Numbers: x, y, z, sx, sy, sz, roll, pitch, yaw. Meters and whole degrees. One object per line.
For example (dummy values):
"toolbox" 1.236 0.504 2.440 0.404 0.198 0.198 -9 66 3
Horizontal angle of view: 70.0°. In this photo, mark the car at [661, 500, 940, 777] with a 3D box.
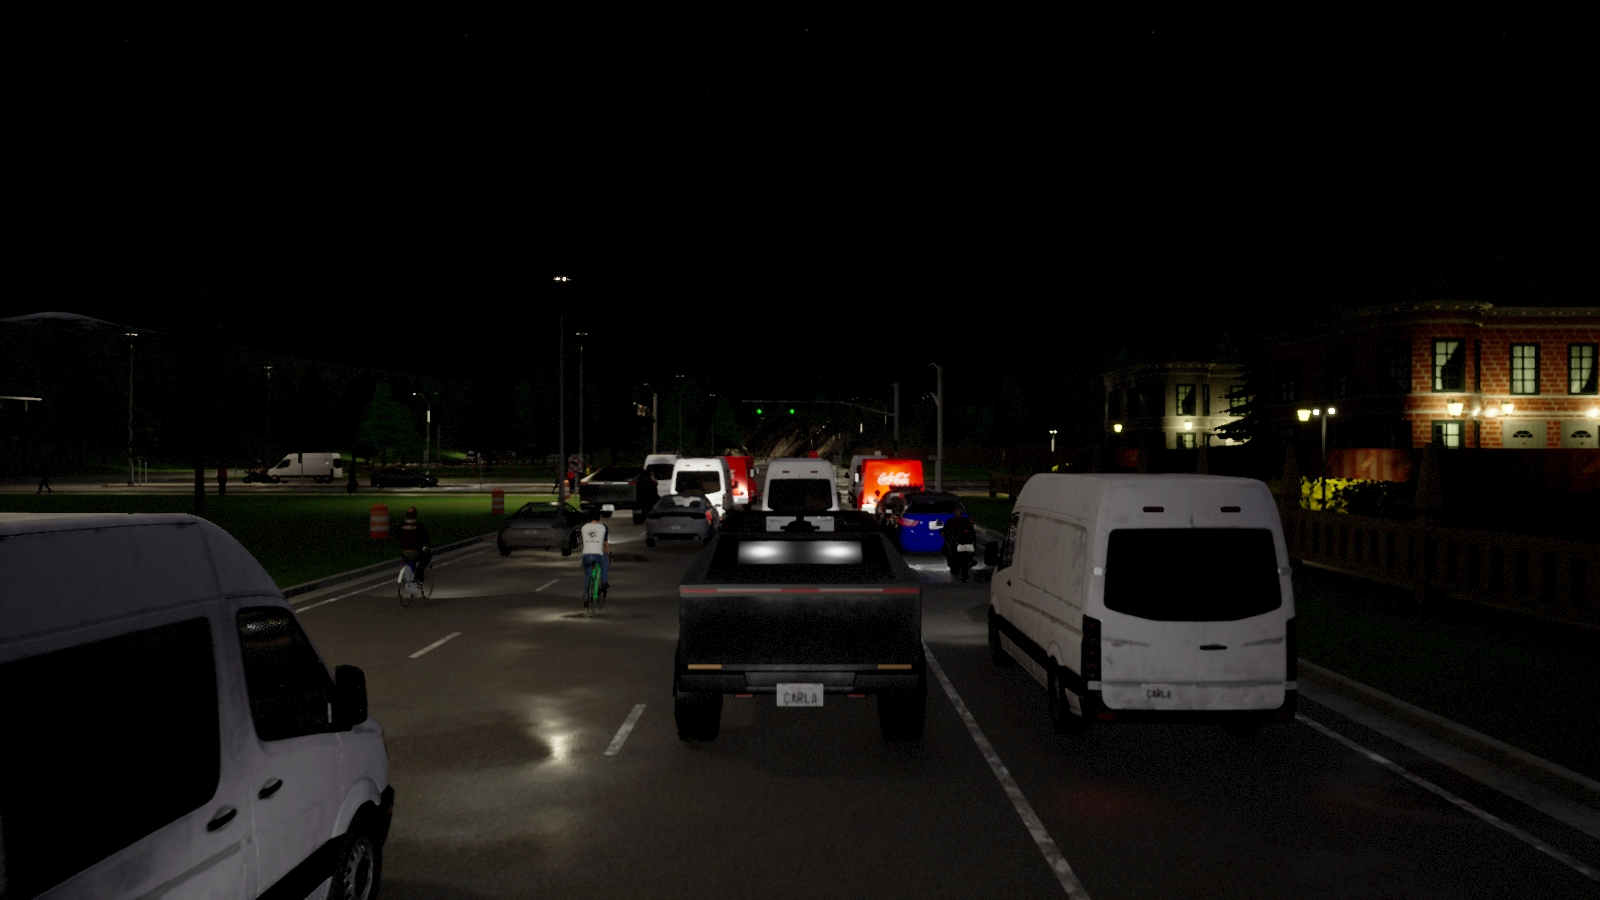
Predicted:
"car" 0.001 1.755 12.920 2.390 2.098 6.274 0 0 0

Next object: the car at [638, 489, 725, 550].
"car" -3.495 2.038 34.689 2.097 1.535 5.006 0 0 0

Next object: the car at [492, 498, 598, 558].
"car" -7.009 2.122 31.862 1.994 1.385 4.181 0 0 0

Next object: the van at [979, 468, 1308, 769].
"van" 3.497 1.536 13.053 1.988 2.561 5.915 0 0 0

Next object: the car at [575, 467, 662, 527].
"car" -7.000 1.759 44.781 2.390 2.098 6.274 0 0 0

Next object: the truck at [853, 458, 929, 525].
"truck" 3.499 1.570 45.021 2.627 2.467 5.204 0 0 0

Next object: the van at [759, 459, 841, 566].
"van" -0.003 1.538 30.594 1.988 2.561 5.915 0 0 0

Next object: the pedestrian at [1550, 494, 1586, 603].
"pedestrian" 13.363 1.698 19.873 0.375 1.860 0.375 0 0 1

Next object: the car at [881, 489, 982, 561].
"car" 3.501 1.971 31.267 2.242 1.667 4.611 0 0 0

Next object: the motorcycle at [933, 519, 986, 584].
"motorcycle" 3.501 2.208 25.235 0.867 1.251 2.209 0 0 0

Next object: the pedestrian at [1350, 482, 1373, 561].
"pedestrian" 13.433 1.699 27.332 0.375 1.860 0.375 0 0 1

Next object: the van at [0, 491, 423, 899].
"van" -3.504 1.533 4.656 1.988 2.561 5.915 0 0 0

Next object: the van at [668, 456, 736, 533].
"van" -3.504 1.539 41.974 1.988 2.561 5.915 0 0 0

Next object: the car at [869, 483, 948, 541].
"car" 3.501 1.986 37.784 2.097 1.638 5.238 0 0 0

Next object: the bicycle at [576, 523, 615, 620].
"bicycle" -3.499 2.058 19.652 0.373 1.496 1.643 0 0 0

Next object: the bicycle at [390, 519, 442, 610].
"bicycle" -7.005 2.062 20.909 0.329 1.471 1.835 0 0 0
